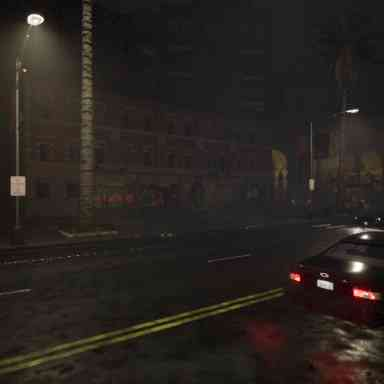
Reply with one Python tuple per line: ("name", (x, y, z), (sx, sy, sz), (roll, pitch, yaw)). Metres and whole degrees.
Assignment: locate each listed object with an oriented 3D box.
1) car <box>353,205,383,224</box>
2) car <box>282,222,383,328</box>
("car", (12.857, 1.547, 22.130), (5.357, 1.411, 2.033), (0, 0, -37))
("car", (4.192, 1.547, 6.852), (5.357, 1.411, 2.033), (0, 0, -36))
